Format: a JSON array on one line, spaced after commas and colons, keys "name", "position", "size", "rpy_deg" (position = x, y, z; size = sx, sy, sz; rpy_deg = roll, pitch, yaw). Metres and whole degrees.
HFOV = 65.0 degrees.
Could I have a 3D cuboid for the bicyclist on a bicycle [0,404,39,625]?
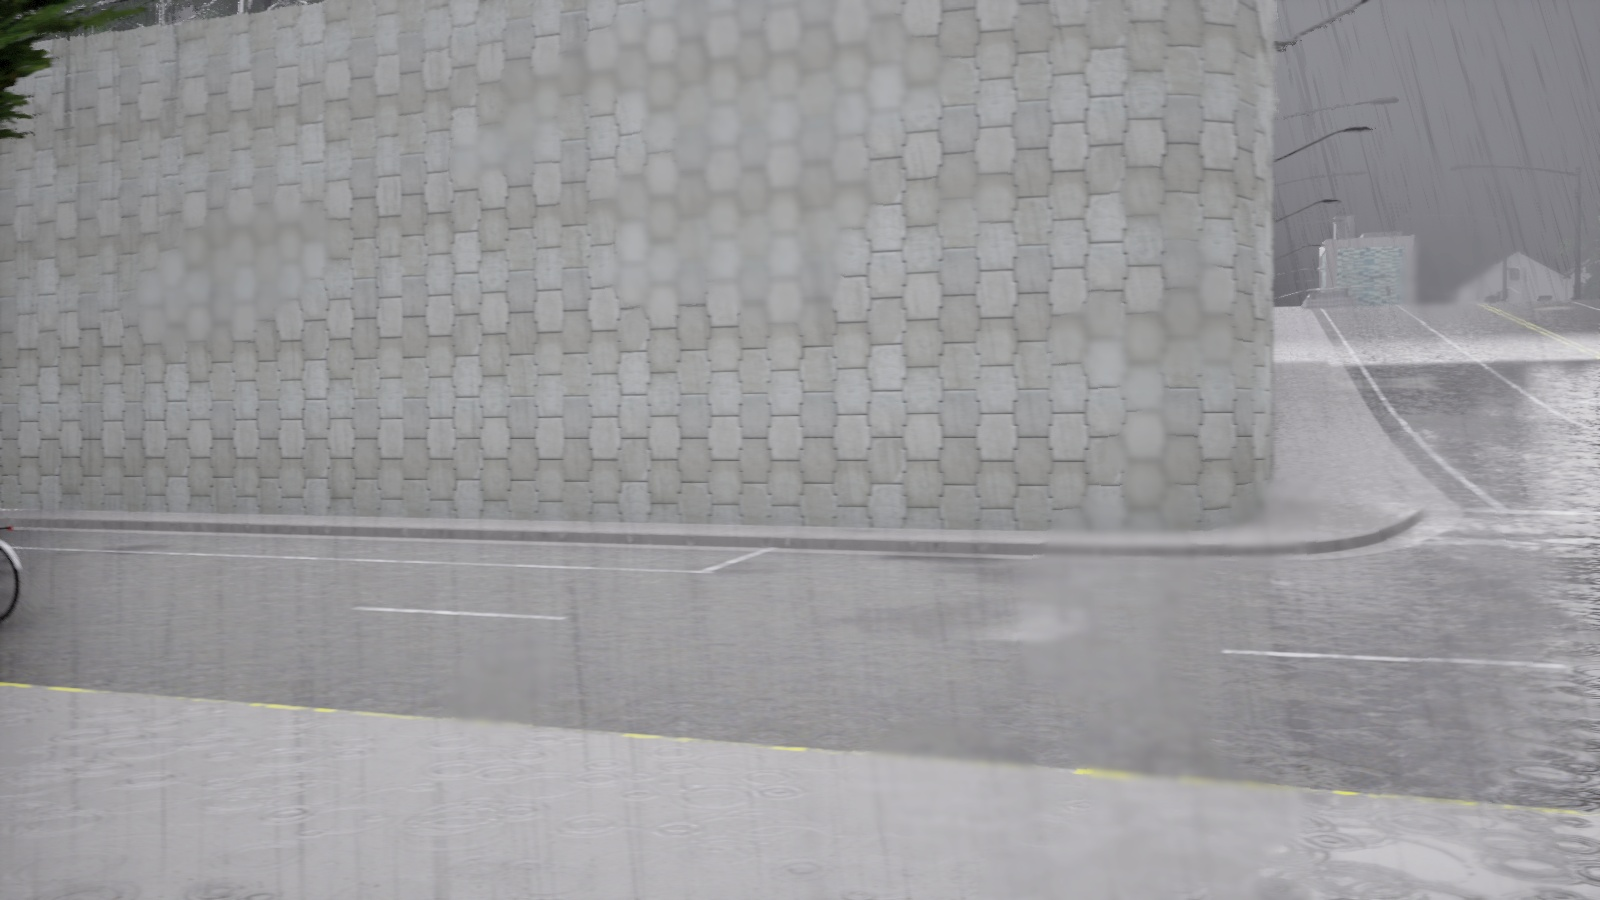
[{"name": "bicyclist on a bicycle", "position": [-7.285, 0.503, 10.387], "size": [1.843, 1.776, 0.659], "rpy_deg": [1, 1, 19]}]
